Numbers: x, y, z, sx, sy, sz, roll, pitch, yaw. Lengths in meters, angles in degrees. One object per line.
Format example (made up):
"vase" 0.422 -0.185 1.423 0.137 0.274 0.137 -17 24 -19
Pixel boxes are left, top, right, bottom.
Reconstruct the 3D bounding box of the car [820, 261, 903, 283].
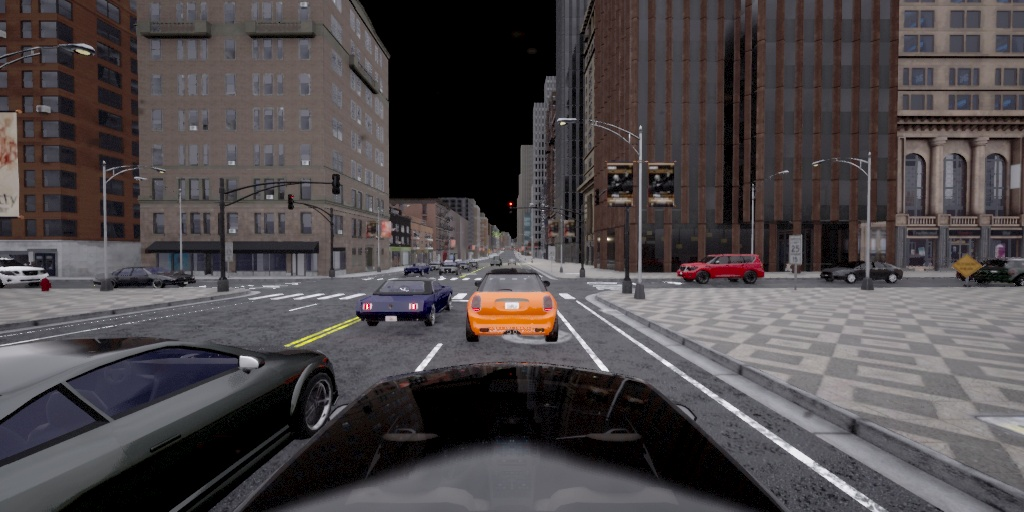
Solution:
"car" 24.895 1.119 25.640 4.892 1.490 1.837 0 1 0

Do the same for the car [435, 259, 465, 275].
"car" -6.599 1.331 38.822 1.994 1.385 4.181 0 0 0

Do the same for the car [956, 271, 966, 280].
"car" 35.014 0.926 25.670 4.553 1.767 2.097 0 1 0

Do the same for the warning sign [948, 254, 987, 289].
"warning sign" 25.178 0.827 19.839 1.060 1.860 1.300 0 0 0

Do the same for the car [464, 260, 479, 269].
"car" -6.581 1.344 58.801 1.994 1.385 4.181 0 0 0

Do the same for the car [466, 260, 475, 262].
"car" -6.599 1.339 48.781 1.994 1.385 4.181 0 0 0

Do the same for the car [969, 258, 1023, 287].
"car" 32.329 0.992 22.471 4.553 1.767 2.097 0 1 0

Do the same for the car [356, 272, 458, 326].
"car" -3.149 1.351 11.585 1.895 1.301 4.718 0 0 0

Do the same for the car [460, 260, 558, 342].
"car" 0.010 1.101 9.934 2.097 1.767 4.553 0 0 0

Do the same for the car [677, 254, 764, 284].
"car" 14.840 0.876 25.604 5.566 2.045 2.150 0 1 0

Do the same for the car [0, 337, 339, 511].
"car" -3.158 1.314 2.766 1.994 1.385 4.181 0 0 1

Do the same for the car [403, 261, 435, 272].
"car" -9.851 1.367 37.615 1.895 1.301 4.718 0 0 0

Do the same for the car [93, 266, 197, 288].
"car" -24.107 1.397 23.599 5.357 1.411 2.033 0 1 0

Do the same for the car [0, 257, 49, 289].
"car" -34.364 1.107 23.656 5.566 2.045 2.150 0 1 0
